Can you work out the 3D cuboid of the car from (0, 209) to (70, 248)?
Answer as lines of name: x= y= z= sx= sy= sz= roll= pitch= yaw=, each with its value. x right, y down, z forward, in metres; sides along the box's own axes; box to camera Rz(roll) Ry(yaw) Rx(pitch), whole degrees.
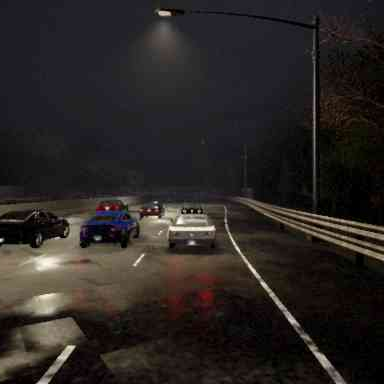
car: x=-7.000 y=1.516 z=14.651 sx=1.837 sy=1.490 sz=4.892 roll=0 pitch=0 yaw=0

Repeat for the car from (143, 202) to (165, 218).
car: x=-3.500 y=1.572 z=29.651 sx=2.033 sy=1.411 sz=5.357 roll=0 pitch=0 yaw=0

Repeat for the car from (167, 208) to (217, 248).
car: x=0.000 y=1.616 z=14.681 sx=1.895 sy=1.301 sz=4.718 roll=0 pitch=0 yaw=0

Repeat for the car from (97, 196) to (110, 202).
car: x=-21.000 y=1.654 z=78.838 sx=1.895 sy=1.301 sz=4.718 roll=0 pitch=0 yaw=0

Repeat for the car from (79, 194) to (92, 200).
car: x=-24.500 y=1.558 z=78.868 sx=1.837 sy=1.490 sz=4.892 roll=0 pitch=0 yaw=0

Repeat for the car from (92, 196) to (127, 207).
car: x=-7.000 y=1.375 z=29.621 sx=2.097 sy=1.767 sz=4.553 roll=0 pitch=0 yaw=0

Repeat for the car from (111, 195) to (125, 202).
car: x=-17.500 y=1.584 z=78.868 sx=2.128 sy=1.511 sz=4.902 roll=0 pitch=0 yaw=0

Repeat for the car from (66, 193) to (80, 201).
car: x=-28.000 y=1.283 z=78.839 sx=2.150 sy=2.045 sz=5.566 roll=0 pitch=0 yaw=0

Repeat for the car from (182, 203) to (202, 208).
car: x=0.000 y=1.626 z=29.681 sx=1.895 sy=1.301 sz=4.718 roll=0 pitch=0 yaw=0

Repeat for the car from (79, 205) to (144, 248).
car: x=-3.500 y=1.533 z=14.651 sx=1.812 sy=1.442 sz=4.674 roll=0 pitch=0 yaw=0
